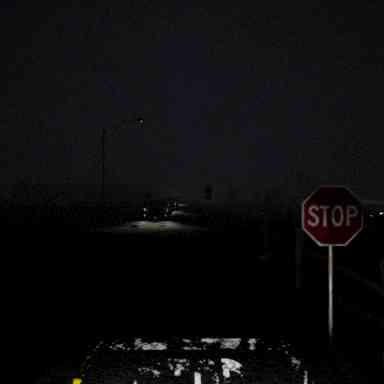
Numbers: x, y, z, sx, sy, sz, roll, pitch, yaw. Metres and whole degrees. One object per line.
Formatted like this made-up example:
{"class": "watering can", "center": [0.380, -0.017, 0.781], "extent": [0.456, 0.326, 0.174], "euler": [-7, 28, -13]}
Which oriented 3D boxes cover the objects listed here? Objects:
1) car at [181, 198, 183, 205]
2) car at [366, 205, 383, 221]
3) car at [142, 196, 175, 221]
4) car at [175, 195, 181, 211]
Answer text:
{"class": "car", "center": [-2.791, 1.447, 62.432], "extent": [2.097, 1.767, 4.553], "euler": [0, 0, 0]}
{"class": "car", "center": [18.036, 1.869, 30.211], "extent": [4.674, 1.442, 1.812], "euler": [1, -1, -21]}
{"class": "car", "center": [-2.768, 1.362, 27.362], "extent": [2.097, 1.767, 4.553], "euler": [0, 0, 0]}
{"class": "car", "center": [-2.777, 1.395, 41.203], "extent": [2.097, 1.767, 4.553], "euler": [0, 0, 0]}
